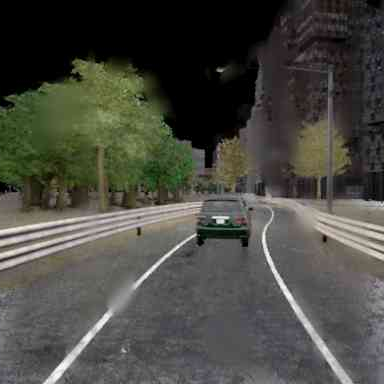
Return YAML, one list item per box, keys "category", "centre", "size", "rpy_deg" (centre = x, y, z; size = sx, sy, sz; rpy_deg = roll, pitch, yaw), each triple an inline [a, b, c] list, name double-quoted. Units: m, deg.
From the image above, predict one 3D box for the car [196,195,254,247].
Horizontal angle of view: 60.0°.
- category: "car"
  centre: [1.615, 1.229, 15.427]
  size: [2.150, 2.045, 5.566]
  rpy_deg: [0, 0, 11]

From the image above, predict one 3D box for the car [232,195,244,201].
- category: "car"
  centre: [11.150, 1.480, 80.582]
  size: [1.812, 1.442, 4.674]
  rpy_deg: [0, 0, -4]
